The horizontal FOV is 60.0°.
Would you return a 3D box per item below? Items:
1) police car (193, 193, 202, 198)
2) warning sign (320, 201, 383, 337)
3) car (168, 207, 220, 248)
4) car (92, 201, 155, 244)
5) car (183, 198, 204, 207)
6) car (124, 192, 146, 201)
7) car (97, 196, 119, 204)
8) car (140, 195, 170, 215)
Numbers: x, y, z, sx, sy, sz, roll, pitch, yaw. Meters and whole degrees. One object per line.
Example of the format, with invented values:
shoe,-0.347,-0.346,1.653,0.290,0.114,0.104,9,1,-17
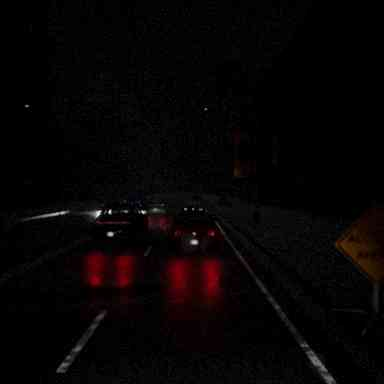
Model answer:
police car,1.149,1.025,75.281,1.930,1.638,5.238,0,0,0
warning sign,2.848,1.086,5.173,1.300,1.860,1.060,0,0,0
car,0.095,1.521,14.294,1.895,1.301,4.718,0,0,0
car,-3.155,1.406,15.322,2.128,1.511,4.902,0,0,0
car,0.097,1.439,29.414,1.895,1.301,4.718,0,0,0
car,-6.587,1.008,39.139,2.150,2.045,5.566,0,0,0
car,-9.836,1.279,39.292,2.128,1.511,4.902,0,0,0
car,-3.153,1.321,31.041,2.128,1.511,4.902,0,0,0
